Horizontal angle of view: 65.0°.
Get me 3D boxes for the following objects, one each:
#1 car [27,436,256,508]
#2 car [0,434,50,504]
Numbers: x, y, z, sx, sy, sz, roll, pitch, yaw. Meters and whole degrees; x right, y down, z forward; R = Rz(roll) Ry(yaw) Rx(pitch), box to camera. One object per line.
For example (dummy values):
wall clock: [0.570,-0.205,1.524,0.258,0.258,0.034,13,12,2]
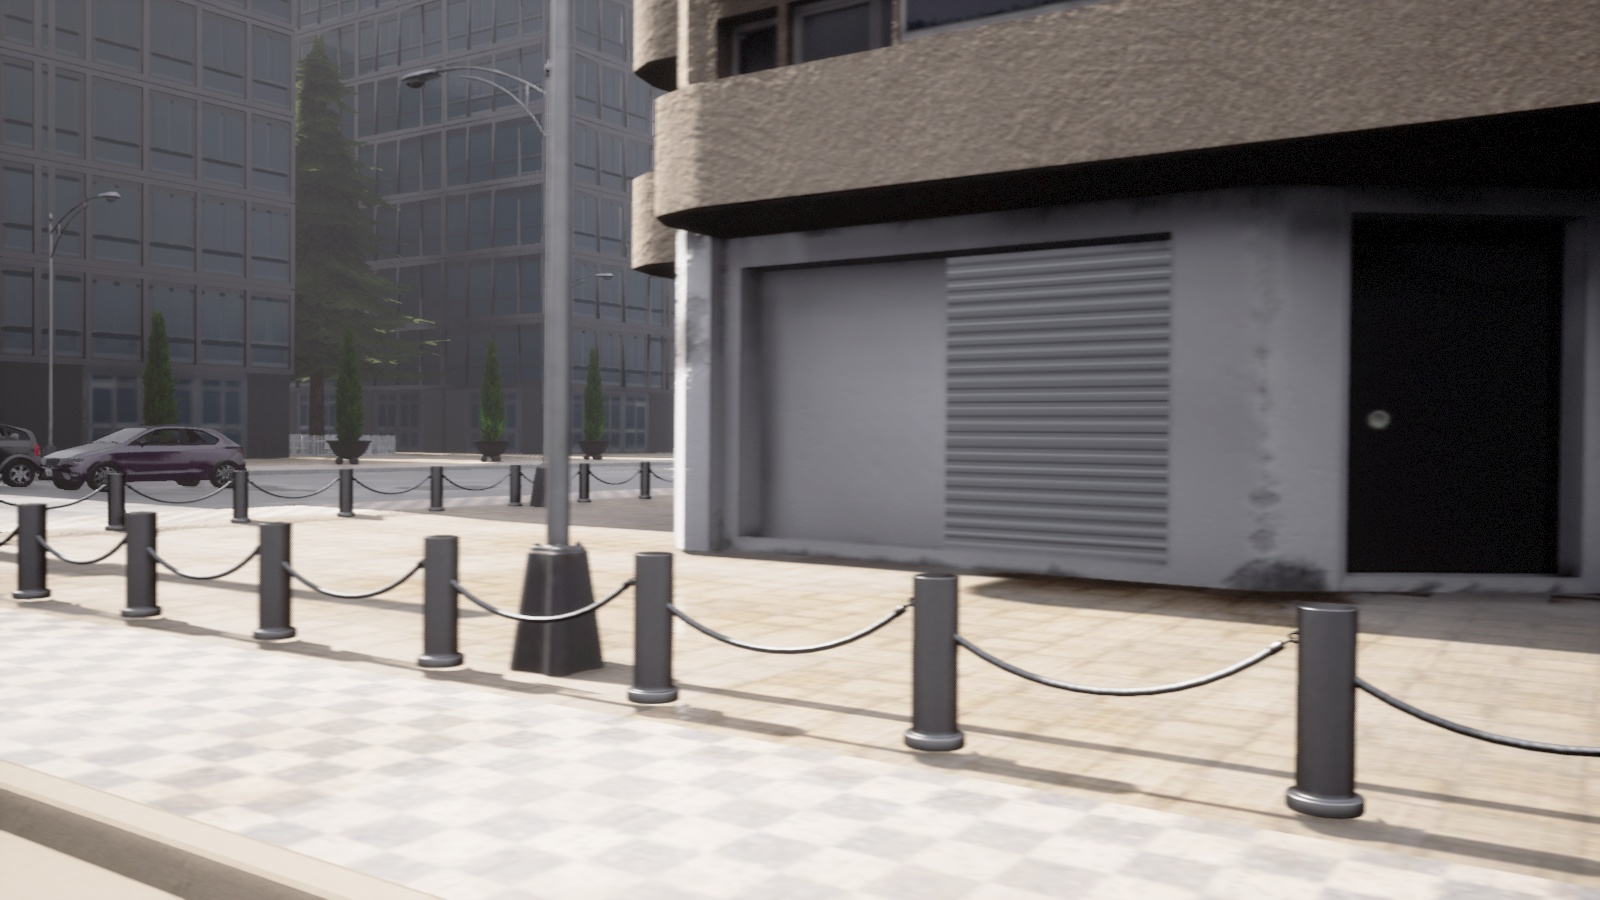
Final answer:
car: [-14.757,0.436,28.354,1.816,1.474,4.193,0,1,34]
car: [-19.172,0.445,28.061,1.789,1.549,3.705,0,1,34]
